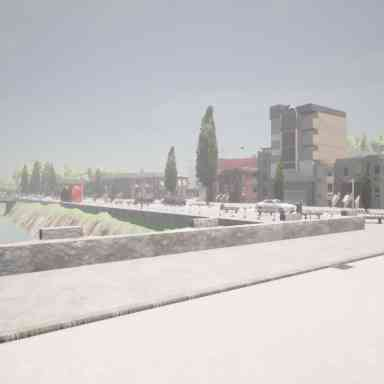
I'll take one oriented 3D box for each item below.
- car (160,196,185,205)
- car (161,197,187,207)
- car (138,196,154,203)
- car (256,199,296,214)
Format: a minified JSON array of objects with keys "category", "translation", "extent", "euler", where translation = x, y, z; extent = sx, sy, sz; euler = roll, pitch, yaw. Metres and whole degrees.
[{"category":"car","translation":[-3.626,1.547,60.287],"extent":[2.033,1.411,5.357],"euler":[0,0,-36]},{"category":"car","translation":[-2.639,1.506,51.736],"extent":[1.837,1.490,4.892],"euler":[0,0,-35]},{"category":"car","translation":[-9.838,1.546,68.948],"extent":[2.033,1.411,5.357],"euler":[0,0,-36]},{"category":"car","translation":[8.907,1.526,35.616],"extent":[1.812,1.442,4.674],"euler":[0,0,-36]}]
